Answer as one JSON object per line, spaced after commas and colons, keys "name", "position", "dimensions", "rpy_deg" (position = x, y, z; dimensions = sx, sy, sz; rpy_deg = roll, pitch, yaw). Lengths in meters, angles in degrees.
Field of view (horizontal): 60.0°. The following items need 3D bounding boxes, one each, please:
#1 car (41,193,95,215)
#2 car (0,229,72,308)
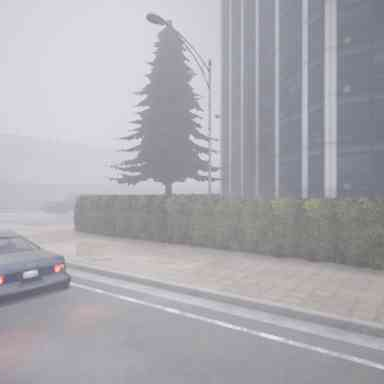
{"name": "car", "position": [-12.049, 1.144, 33.193], "dimensions": [2.150, 2.045, 5.566], "rpy_deg": [0, 0, 35]}
{"name": "car", "position": [-4.979, 1.541, 7.528], "dimensions": [5.357, 1.411, 2.033], "rpy_deg": [0, 0, 36]}
